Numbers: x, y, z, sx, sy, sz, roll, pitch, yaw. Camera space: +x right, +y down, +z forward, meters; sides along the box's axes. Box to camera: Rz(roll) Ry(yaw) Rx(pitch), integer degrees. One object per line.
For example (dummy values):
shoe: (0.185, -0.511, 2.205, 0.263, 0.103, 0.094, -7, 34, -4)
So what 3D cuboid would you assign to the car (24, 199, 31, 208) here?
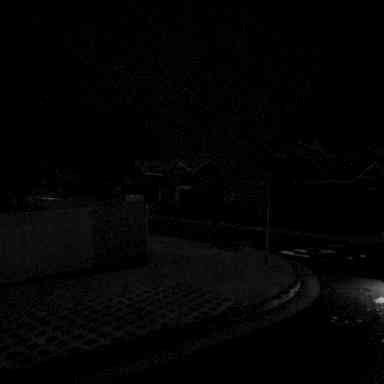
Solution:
car: (-22.715, 1.565, 44.444, 1.895, 1.301, 4.718, 4, -3, -43)
